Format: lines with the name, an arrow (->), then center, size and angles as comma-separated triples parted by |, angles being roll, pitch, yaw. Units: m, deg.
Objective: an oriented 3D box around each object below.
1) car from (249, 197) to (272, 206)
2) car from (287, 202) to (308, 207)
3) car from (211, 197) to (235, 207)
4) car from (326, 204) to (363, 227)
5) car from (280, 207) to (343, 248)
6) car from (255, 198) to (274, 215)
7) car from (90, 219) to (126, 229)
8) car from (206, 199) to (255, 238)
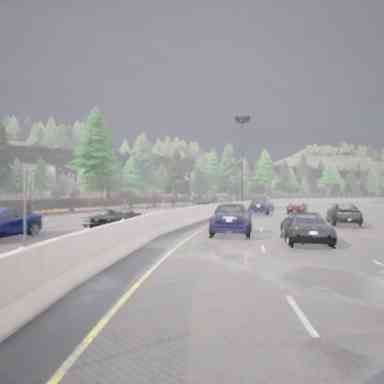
car -> 12.133, 1.650, 58.566 | 2.128, 1.511, 4.902 | 0, 0, 36
car -> 11.442, 1.713, 35.876 | 1.895, 1.301, 4.718 | 0, 0, 24
car -> 5.128, 1.600, 54.284 | 1.882, 1.535, 5.008 | 0, 0, 31
car -> 10.733, 1.578, 23.605 | 2.128, 1.511, 4.902 | 0, 0, 15
car -> 5.198, 1.613, 15.288 | 1.994, 1.385, 4.181 | 0, 0, 10
car -> 7.389, 1.447, 35.114 | 2.097, 1.767, 4.553 | 0, 0, 22
car -> -4.748, 1.620, 20.254 | 1.895, 1.301, 4.718 | 0, 0, 12
car -> 2.221, 1.395, 18.167 | 2.097, 1.767, 4.553 | 0, 0, 11
